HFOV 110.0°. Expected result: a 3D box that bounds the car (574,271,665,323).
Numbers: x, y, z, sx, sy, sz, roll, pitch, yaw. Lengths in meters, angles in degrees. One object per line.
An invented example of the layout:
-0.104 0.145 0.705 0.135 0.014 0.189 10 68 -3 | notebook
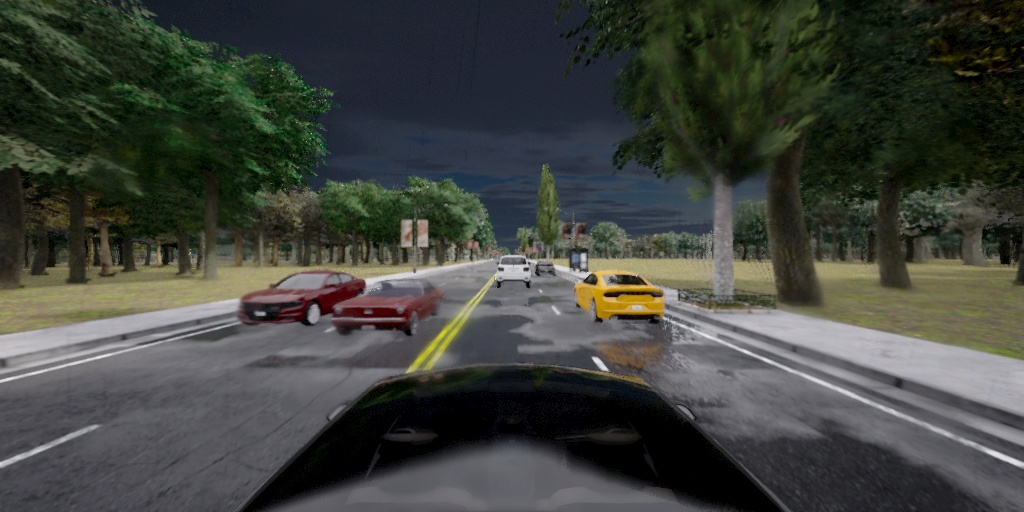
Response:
3.353 1.228 12.083 1.882 1.535 5.008 0 0 0 | car

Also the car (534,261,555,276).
3.358 1.243 37.322 2.128 1.511 4.902 0 0 0 | car

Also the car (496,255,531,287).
0.101 0.972 24.638 2.150 2.045 5.566 0 0 0 | car

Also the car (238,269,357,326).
-6.552 1.226 11.865 1.882 1.535 5.008 0 0 1 | car

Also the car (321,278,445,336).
-3.311 1.349 10.484 1.895 1.301 4.718 0 0 0 | car
